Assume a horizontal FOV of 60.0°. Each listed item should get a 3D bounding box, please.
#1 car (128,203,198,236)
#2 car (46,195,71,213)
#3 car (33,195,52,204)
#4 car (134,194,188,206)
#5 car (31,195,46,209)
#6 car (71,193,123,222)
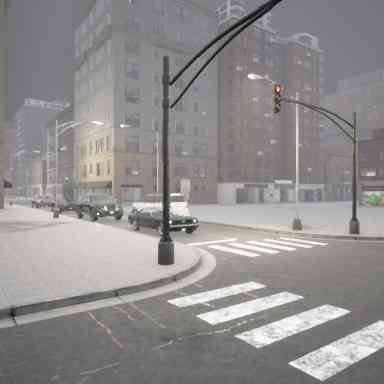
[{"bbox_3d":[-1.695,1.527,18.129,1.895,1.301,4.718,0,0,-36],"label":"car"},{"bbox_3d":[-13.213,1.311,34.287,1.882,1.535,5.008,0,0,-36],"label":"car"},{"bbox_3d":[-25.467,1.269,56.518,2.033,1.411,5.357,0,0,-35],"label":"car"},{"bbox_3d":[-2.429,1.123,24.213,2.150,2.045,5.566,0,0,-35],"label":"car"},{"bbox_3d":[-19.118,1.139,42.622,2.097,1.767,4.553,0,0,-35],"label":"car"},{"bbox_3d":[-7.341,1.101,26.032,2.150,2.045,5.566,0,0,-35],"label":"car"}]
